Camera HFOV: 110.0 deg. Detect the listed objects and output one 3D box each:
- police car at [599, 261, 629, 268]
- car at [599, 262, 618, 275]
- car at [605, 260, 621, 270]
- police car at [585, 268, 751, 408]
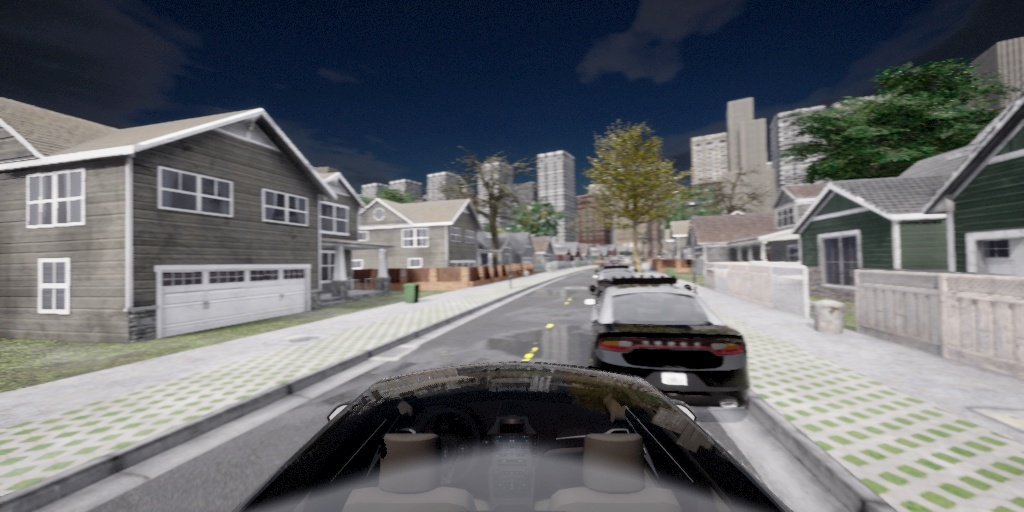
[{"bbox_3d":[4.729,1.224,16.171,1.930,1.638,5.238,-2,-1,14],"label":"police car"},{"bbox_3d":[11.964,1.519,44.361,1.994,1.385,4.181,-2,-1,19],"label":"car"},{"bbox_3d":[16.530,1.508,58.449,2.128,1.511,4.902,-2,-1,20],"label":"car"},{"bbox_3d":[2.376,1.171,6.497,1.930,1.638,5.238,-2,-1,13],"label":"police car"}]
